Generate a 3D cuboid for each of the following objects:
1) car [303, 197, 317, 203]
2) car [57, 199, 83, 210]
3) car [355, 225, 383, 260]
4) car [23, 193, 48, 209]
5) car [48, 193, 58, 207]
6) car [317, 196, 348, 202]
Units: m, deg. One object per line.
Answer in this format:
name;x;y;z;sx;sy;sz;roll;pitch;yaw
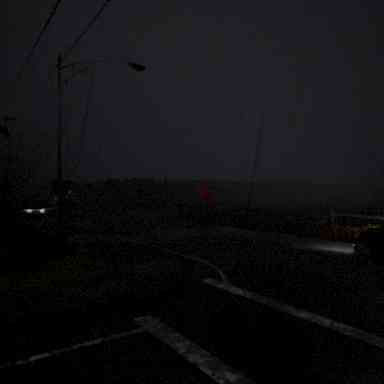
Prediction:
car;19.867;1.447;52.566;5.357;1.411;2.033;-1;0;-35
car;-15.847;1.595;43.713;1.895;1.301;4.718;0;0;-34
car;6.541;1.498;9.507;1.837;1.490;4.892;2;0;1
car;-22.303;1.214;46.818;2.150;2.045;5.566;0;0;-35
car;-21.746;1.216;52.167;2.150;2.045;5.566;0;0;-35
car;21.628;1.391;50.014;4.902;1.511;2.128;-1;0;-35
